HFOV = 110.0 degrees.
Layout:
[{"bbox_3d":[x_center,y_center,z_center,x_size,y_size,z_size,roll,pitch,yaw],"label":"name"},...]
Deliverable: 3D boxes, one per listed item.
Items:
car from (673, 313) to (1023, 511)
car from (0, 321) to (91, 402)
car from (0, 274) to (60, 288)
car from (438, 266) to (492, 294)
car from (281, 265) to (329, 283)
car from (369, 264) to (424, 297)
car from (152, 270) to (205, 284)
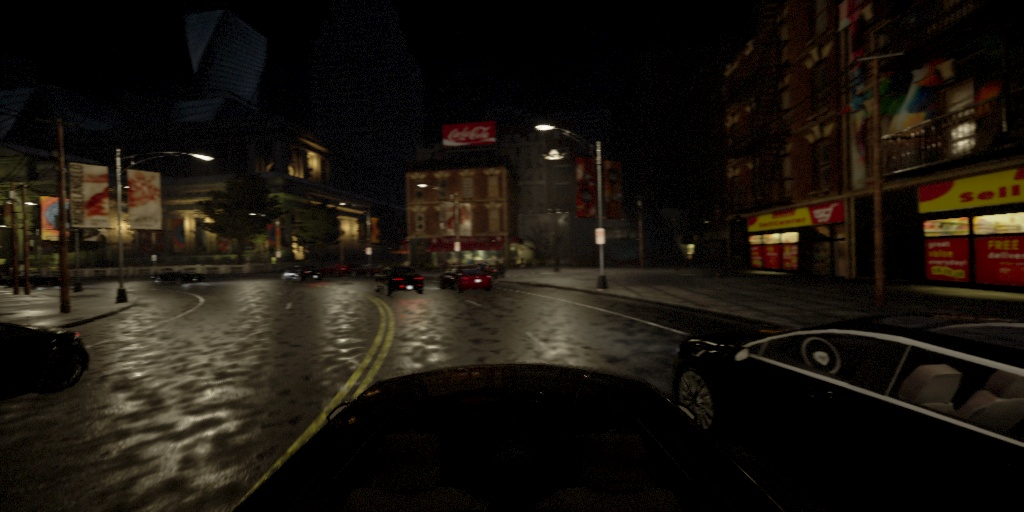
[{"bbox_3d":[2.982,1.159,2.494,2.128,1.511,4.902,-1,0,-4],"label":"car"},{"bbox_3d":[-7.870,1.506,4.218,1.994,1.385,4.181,-1,0,-10],"label":"car"},{"bbox_3d":[-46.339,2.381,34.633,4.718,1.301,1.895,-1,0,8],"label":"car"},{"bbox_3d":[-2.783,1.283,20.540,1.994,1.385,4.181,-2,0,-30],"label":"car"},{"bbox_3d":[-19.156,1.586,32.681,4.892,1.490,1.837,-1,0,35],"label":"car"},{"bbox_3d":[-6.323,1.321,19.796,1.837,1.490,4.892,-1,0,-31],"label":"car"},{"bbox_3d":[-32.845,2.025,35.351,4.718,1.301,1.895,-1,0,17],"label":"car"}]
